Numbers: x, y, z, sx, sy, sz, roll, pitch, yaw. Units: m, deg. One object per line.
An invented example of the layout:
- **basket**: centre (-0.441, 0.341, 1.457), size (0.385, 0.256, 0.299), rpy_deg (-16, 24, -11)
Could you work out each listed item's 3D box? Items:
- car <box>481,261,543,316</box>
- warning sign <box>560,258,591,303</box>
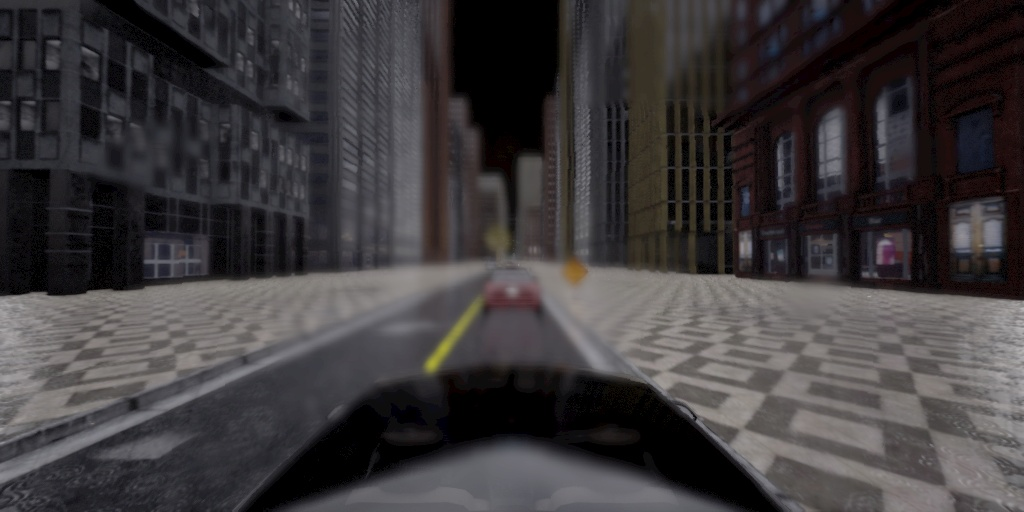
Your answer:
- **car**: centre (0.042, 1.220, 14.193), size (2.097, 1.767, 4.553), rpy_deg (0, -1, 0)
- **warning sign**: centre (2.713, 0.994, 15.285), size (1.300, 1.860, 1.060), rpy_deg (0, 0, 0)
